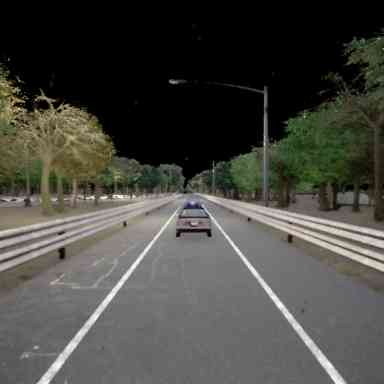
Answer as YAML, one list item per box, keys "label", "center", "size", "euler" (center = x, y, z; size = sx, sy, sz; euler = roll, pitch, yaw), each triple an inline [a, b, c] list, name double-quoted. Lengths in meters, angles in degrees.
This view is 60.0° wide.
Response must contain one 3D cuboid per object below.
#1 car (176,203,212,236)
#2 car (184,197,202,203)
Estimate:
- label: "car"
  center: [0.093, 1.539, 18.246]
  size: [2.033, 1.411, 5.357]
  euler: [0, 0, 0]
- label: "car"
  center: [0.085, 1.318, 39.127]
  size: [2.097, 1.767, 4.553]
  euler: [0, 0, 0]
